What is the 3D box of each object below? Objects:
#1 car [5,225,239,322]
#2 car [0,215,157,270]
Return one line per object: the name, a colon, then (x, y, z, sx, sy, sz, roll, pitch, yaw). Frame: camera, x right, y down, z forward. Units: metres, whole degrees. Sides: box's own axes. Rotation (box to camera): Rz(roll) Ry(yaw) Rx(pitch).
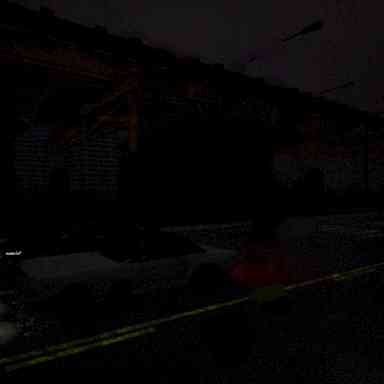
car: (-1.283, 1.601, 7.369, 4.718, 1.301, 1.895, 0, 0, -35)
car: (-3.169, 1.505, 10.323, 4.892, 1.490, 1.837, 0, 0, -35)
